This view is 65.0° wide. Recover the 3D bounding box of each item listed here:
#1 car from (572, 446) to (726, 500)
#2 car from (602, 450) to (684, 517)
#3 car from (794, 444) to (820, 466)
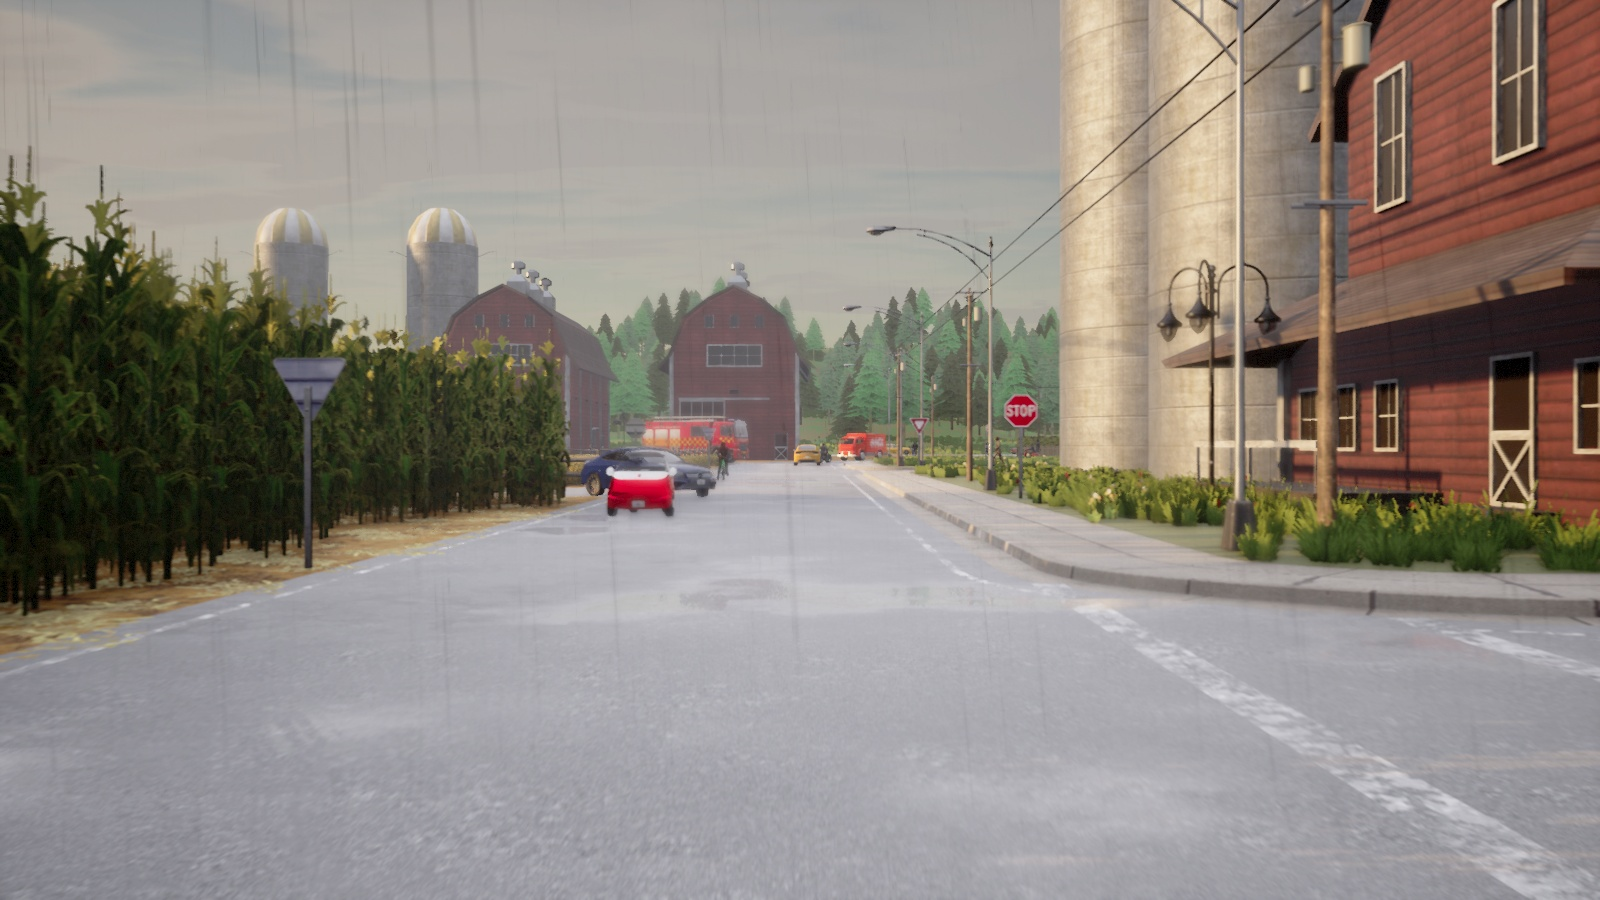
[{"bbox_3d":[-4.411,0.622,36.140,4.674,1.442,1.812,0,0,43],"label":"car"},{"bbox_3d":[-3.331,0.689,26.906,1.481,1.376,2.207,0,0,0],"label":"car"},{"bbox_3d":[0.518,0.355,90.827,1.882,1.535,5.008,0,0,0],"label":"car"}]
